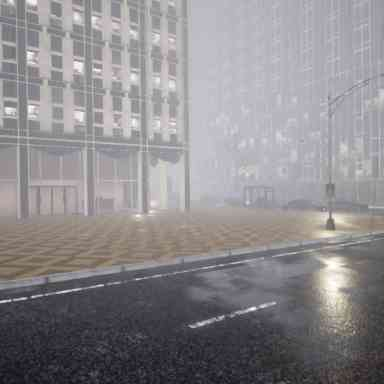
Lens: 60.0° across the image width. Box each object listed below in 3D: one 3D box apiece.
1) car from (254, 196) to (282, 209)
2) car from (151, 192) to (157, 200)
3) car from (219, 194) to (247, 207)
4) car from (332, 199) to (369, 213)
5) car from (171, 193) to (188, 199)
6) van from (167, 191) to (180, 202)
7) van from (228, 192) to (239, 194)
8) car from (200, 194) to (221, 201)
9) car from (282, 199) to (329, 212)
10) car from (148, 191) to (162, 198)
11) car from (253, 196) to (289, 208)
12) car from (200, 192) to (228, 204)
[{"bbox_3d":[9.302,1.387,41.041,1.802,1.307,4.206,-1,1,-34],"label":"car"},{"bbox_3d":[-9.797,1.038,69.290,2.008,1.369,4.403,0,1,-34],"label":"car"},{"bbox_3d":[6.152,1.318,45.771,1.947,1.339,4.313,-1,1,-34],"label":"car"},{"bbox_3d":[16.433,1.404,35.351,1.994,1.385,4.181,-1,1,-34],"label":"car"},{"bbox_3d":[-2.869,0.935,74.006,1.802,1.307,4.206,0,1,-34],"label":"car"},{"bbox_3d":[-3.399,0.936,59.892,1.690,1.788,3.998,0,1,-34],"label":"van"},{"bbox_3d":[6.726,0.854,59.908,1.690,1.788,3.998,-1,1,-34],"label":"van"},{"bbox_3d":[3.528,1.042,64.609,1.802,1.307,4.206,-1,1,-34],"label":"car"},{"bbox_3d":[12.486,1.422,36.331,1.947,1.339,4.313,-1,1,-34],"label":"car"},{"bbox_3d":[-9.267,0.685,83.399,1.967,1.590,4.097,0,1,-34],"label":"car"},{"bbox_3d":[10.422,1.269,44.180,1.812,1.442,4.674,-1,1,-34],"label":"car"},{"bbox_3d":[3.295,1.134,54.683,1.837,1.490,4.892,-1,1,-34],"label":"car"}]
